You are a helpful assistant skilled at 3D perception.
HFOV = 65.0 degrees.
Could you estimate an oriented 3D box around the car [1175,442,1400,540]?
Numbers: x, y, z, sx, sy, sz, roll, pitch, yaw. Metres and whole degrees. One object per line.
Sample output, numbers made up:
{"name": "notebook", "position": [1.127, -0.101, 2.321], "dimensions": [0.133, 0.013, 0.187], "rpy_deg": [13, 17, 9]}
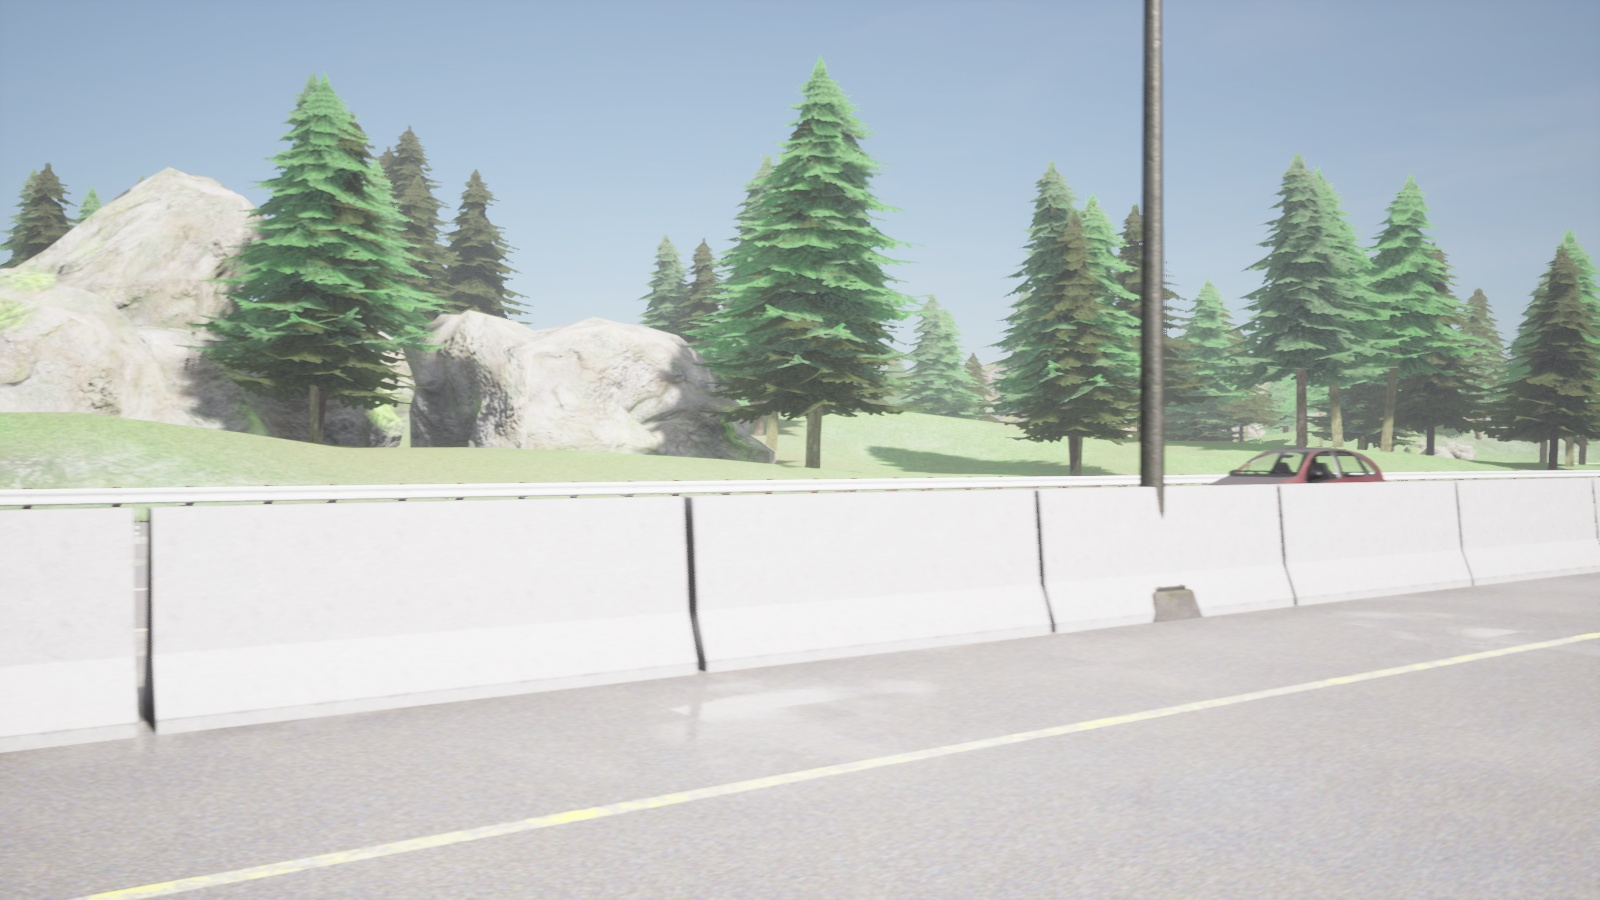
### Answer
{"name": "car", "position": [8.794, 0.680, 22.573], "dimensions": [3.988, 1.617, 1.851], "rpy_deg": [0, 0, -35]}
